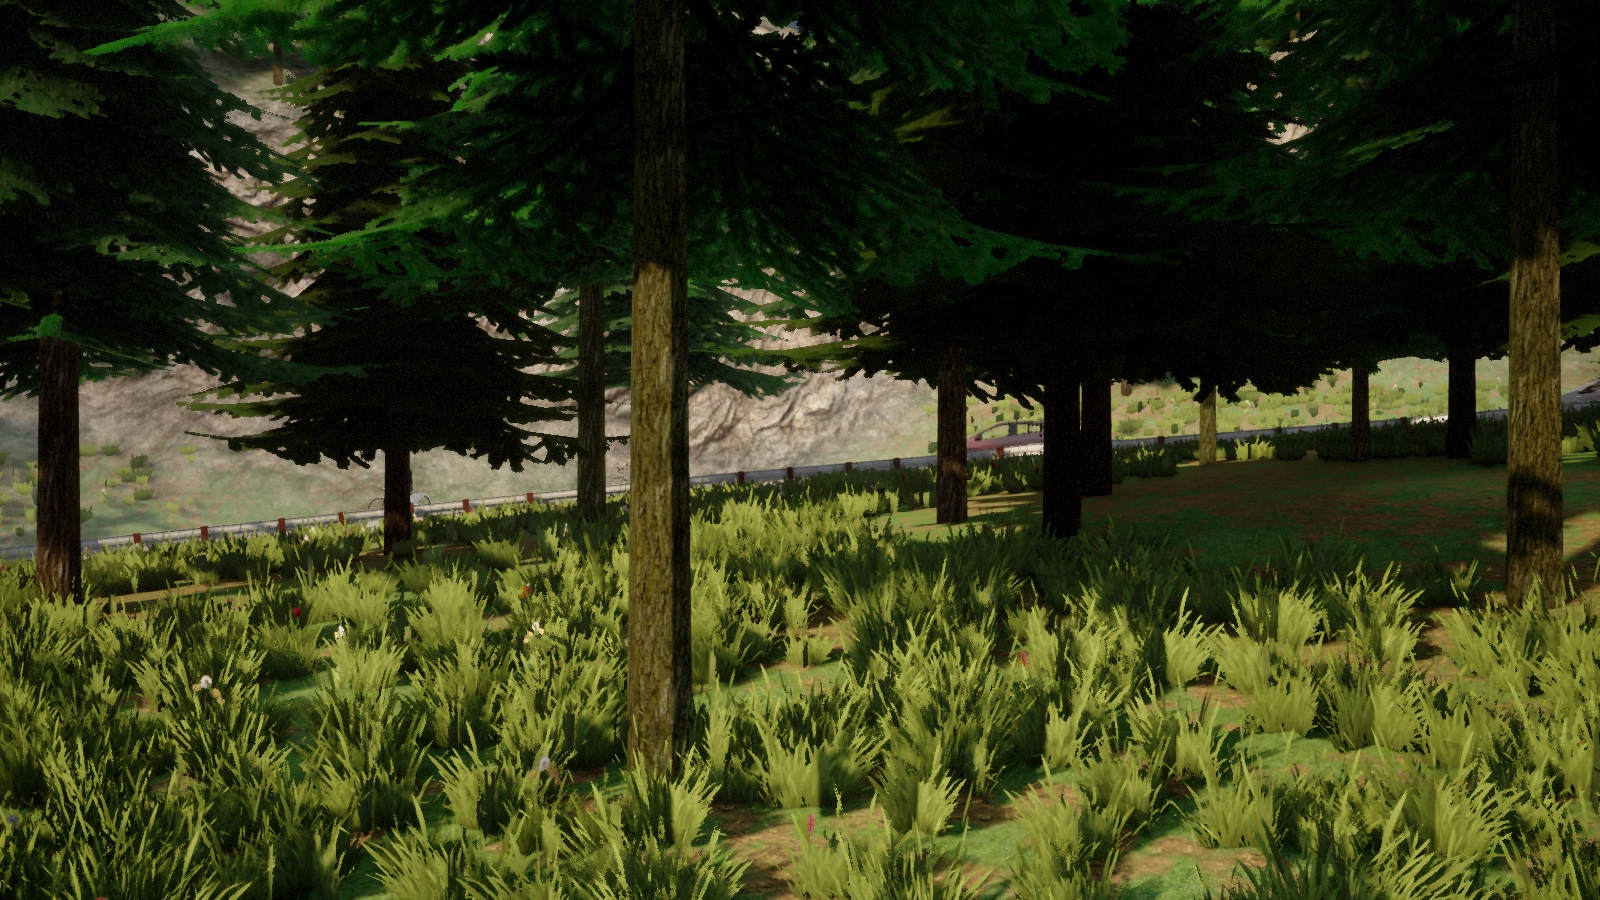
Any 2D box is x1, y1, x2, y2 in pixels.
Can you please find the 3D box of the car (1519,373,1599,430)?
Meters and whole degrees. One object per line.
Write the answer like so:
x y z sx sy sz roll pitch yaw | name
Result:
24.371 -1.562 33.971 4.792 1.488 2.163 -5 -2 27 | car

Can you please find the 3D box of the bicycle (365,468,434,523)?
-12.075 1.355 34.490 1.835 1.471 0.329 -5 2 -29 | bicycle
